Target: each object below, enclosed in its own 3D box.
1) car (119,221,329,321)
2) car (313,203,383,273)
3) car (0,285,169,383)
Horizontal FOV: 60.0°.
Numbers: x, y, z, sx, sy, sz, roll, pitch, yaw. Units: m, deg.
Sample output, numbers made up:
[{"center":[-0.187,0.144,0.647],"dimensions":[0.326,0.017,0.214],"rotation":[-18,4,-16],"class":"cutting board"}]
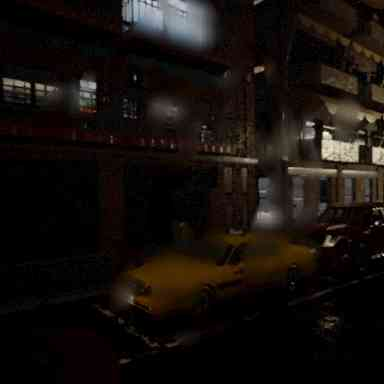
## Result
[{"center":[0.809,1.532,7.292],"dimensions":[4.829,1.417,1.752],"rotation":[0,0,-37],"class":"car"},{"center":[5.326,1.291,10.760],"dimensions":[5.009,1.841,2.192],"rotation":[0,0,-37],"class":"car"},{"center":[-2.466,1.550,1.383],"dimensions":[4.674,1.442,1.812],"rotation":[0,0,-37],"class":"car"}]
